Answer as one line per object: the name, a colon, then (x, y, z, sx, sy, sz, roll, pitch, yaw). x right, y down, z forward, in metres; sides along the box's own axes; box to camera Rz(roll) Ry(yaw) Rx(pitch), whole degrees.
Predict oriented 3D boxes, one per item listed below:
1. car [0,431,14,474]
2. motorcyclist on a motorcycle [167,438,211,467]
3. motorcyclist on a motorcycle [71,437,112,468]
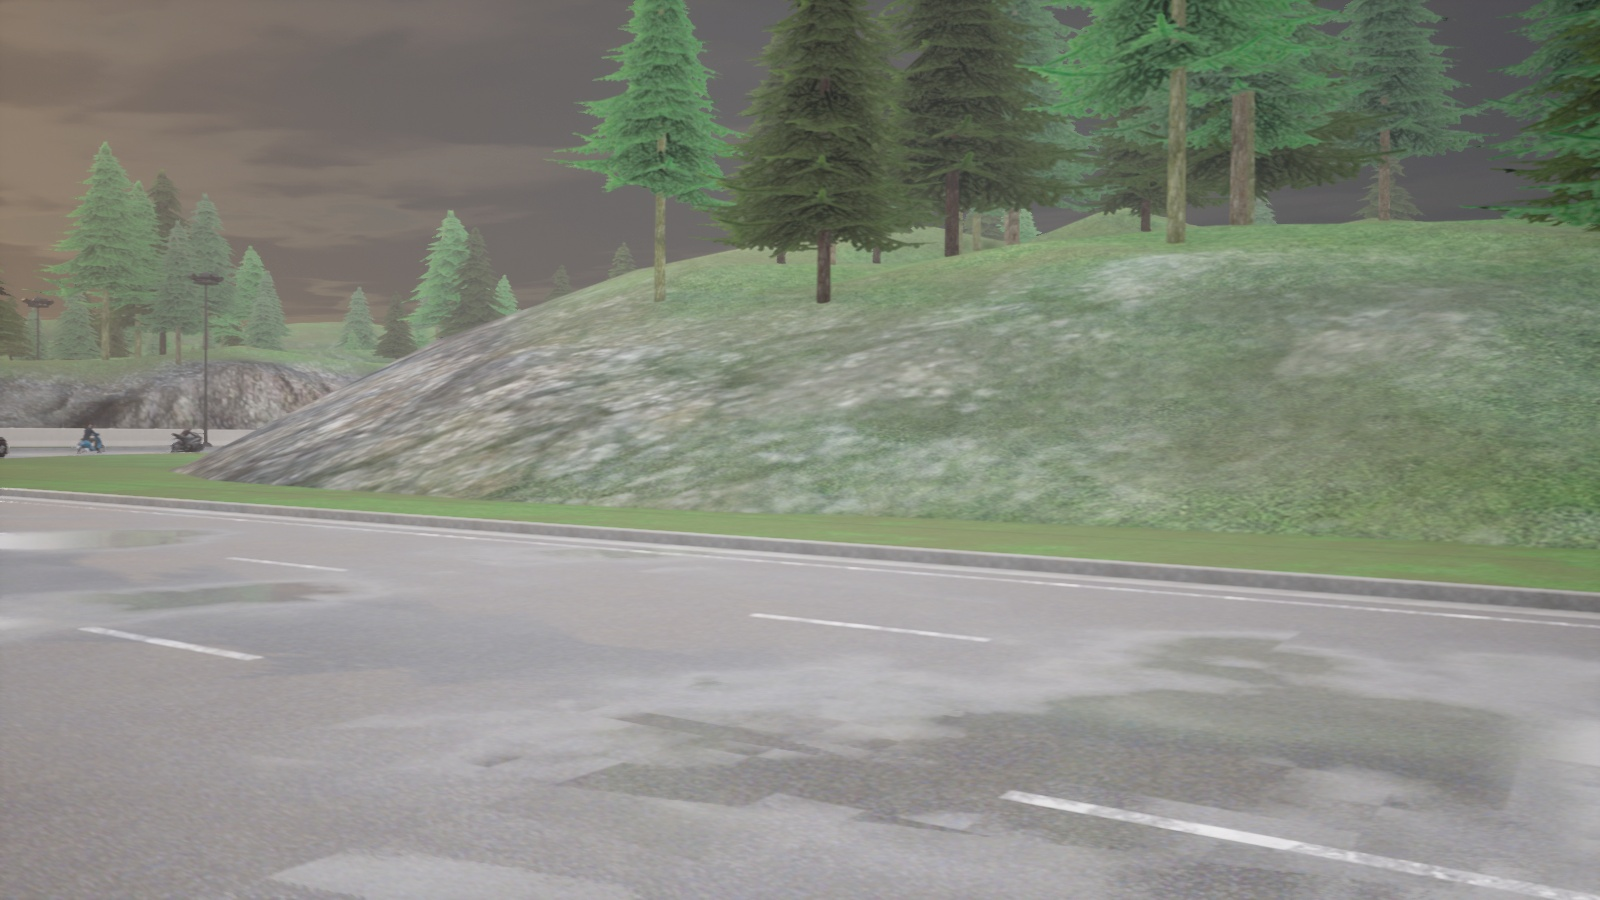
car: (-35.466, 0.120, 53.366, 1.905, 1.878, 3.866, -1, 1, -5)
motorcyclist on a motorcycle: (-33.477, 0.130, 68.851, 0.866, 1.530, 2.191, 1, 1, 19)
motorcyclist on a motorcycle: (-37.646, 0.115, 66.773, 0.866, 1.590, 1.817, 1, 1, 14)
